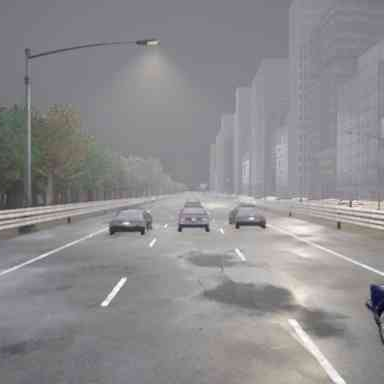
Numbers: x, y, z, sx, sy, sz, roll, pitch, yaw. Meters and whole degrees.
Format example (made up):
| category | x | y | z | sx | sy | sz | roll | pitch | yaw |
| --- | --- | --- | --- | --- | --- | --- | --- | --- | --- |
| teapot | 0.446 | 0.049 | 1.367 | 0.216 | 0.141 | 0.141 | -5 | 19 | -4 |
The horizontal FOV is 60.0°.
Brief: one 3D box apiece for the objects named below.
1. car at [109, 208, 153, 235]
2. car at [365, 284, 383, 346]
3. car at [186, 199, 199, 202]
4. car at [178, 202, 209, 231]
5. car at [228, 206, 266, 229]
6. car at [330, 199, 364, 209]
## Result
| category | x | y | z | sx | sy | sz | roll | pitch | yaw |
| --- | --- | --- | --- | --- | --- | --- | --- | --- | --- |
| car | -3.401 | 1.590 | 19.156 | 1.994 | 1.385 | 4.181 | 0 | 0 | 0 |
| car | 3.599 | 1.605 | 2.990 | 1.895 | 1.301 | 4.718 | 0 | 0 | 0 |
| car | 0.093 | 1.552 | 38.090 | 2.128 | 1.511 | 4.902 | 0 | 0 | 0 |
| car | 0.098 | 1.576 | 20.706 | 2.033 | 1.411 | 5.357 | 0 | 0 | 0 |
| car | 3.599 | 1.595 | 22.155 | 1.994 | 1.385 | 4.181 | 0 | 0 | 0 |
| car | 22.282 | 1.779 | 47.989 | 2.033 | 1.411 | 5.357 | 0 | 0 | -18 |
